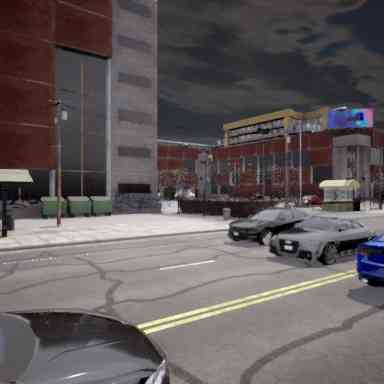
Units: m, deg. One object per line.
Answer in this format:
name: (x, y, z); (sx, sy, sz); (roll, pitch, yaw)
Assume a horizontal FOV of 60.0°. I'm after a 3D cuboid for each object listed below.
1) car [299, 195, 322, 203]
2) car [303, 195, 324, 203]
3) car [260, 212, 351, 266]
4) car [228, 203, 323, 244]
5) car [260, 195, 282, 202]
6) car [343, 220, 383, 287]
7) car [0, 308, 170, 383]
car: (23.522, 1.419, 66.197); (4.674, 1.452, 2.002); (0, 0, -36)
car: (16.636, 1.253, 47.128); (4.553, 1.767, 2.185); (0, 0, -36)
car: (4.655, 1.564, 11.627); (4.181, 1.385, 1.994); (0, 0, -36)
car: (3.878, 1.477, 15.375); (5.008, 1.535, 1.882); (0, 0, -36)
car: (17.701, 1.397, 74.335); (4.786, 1.482, 2.161); (0, 0, -36)
car: (6.017, 1.477, 8.106); (5.008, 1.535, 1.882); (0, 0, -35)
car: (-2.402, 1.491, 2.034); (4.902, 1.511, 2.128); (0, 0, -36)
